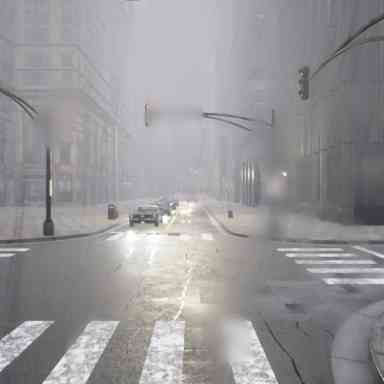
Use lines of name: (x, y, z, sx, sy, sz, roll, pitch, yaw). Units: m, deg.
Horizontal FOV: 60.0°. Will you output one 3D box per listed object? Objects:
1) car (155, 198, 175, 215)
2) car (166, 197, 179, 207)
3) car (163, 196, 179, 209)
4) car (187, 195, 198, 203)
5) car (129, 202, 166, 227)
car: (-3.101, 1.564, 33.102, 1.994, 1.385, 4.181, 0, 0, 0)
car: (-3.064, 1.531, 53.145, 1.812, 1.442, 4.674, 0, 0, 1)
car: (-3.106, 1.354, 43.104, 2.097, 1.767, 4.553, 0, 0, 0)
car: (0.084, 1.366, 69.632, 2.097, 1.767, 4.553, 0, 0, 0)
car: (-3.105, 1.601, 23.160, 1.895, 1.301, 4.718, 0, 0, 0)
